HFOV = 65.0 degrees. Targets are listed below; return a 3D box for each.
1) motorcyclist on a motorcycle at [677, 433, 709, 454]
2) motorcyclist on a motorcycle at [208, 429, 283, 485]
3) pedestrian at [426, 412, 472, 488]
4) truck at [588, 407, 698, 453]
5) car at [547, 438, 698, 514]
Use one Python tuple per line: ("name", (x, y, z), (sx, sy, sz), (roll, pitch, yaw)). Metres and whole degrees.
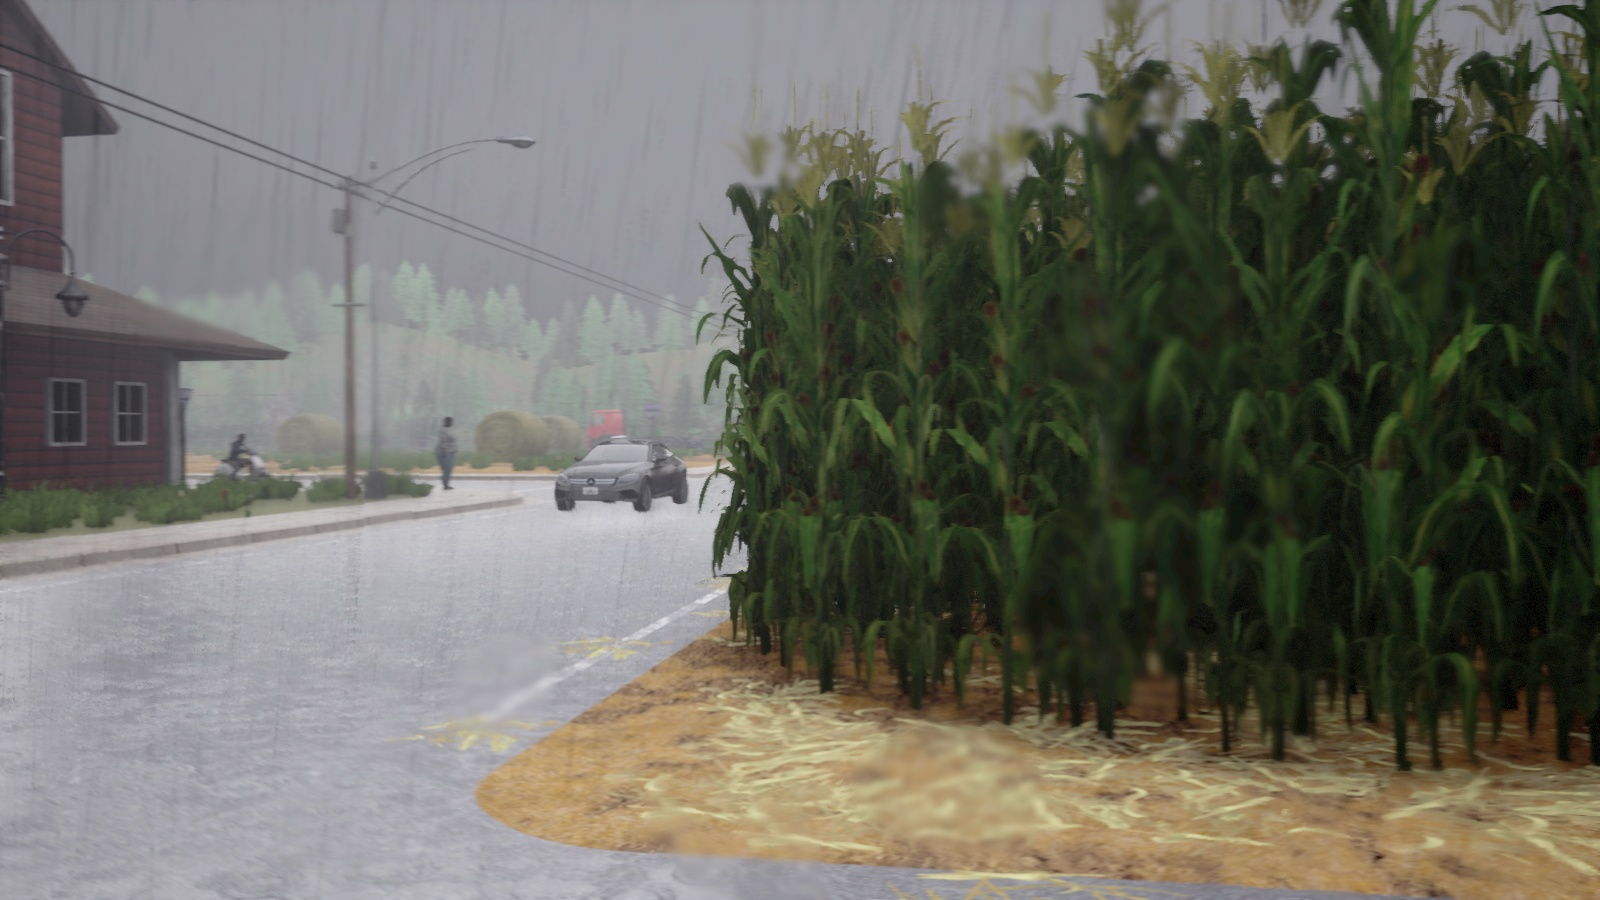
("motorcyclist on a motorcycle", (-7.827, -0.469, 92.164), (2.191, 1.530, 0.866), (0, 1, 13))
("motorcyclist on a motorcycle", (-16.027, 0.187, 36.305), (1.817, 1.590, 0.866), (0, 1, 9))
("pedestrian", (-8.786, -0.006, 31.460), (0.900, 1.855, 0.874), (0, 1, 1))
("truck", (-12.072, -1.567, 96.736), (7.936, 3.462, 2.891), (0, 1, 13))
("car", (-3.637, 0.473, 26.632), (1.812, 1.442, 4.674), (0, 1, 10))
